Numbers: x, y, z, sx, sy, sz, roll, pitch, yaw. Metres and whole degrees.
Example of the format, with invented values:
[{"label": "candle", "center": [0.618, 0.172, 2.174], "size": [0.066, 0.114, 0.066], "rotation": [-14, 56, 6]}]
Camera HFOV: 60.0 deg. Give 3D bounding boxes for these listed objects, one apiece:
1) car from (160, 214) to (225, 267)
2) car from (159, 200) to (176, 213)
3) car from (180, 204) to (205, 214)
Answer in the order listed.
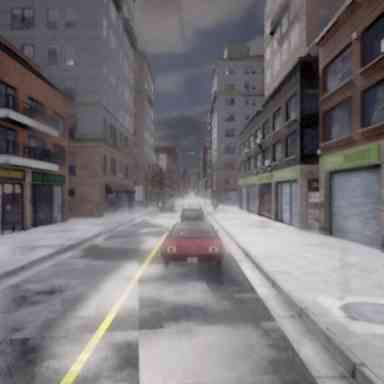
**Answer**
[{"label": "car", "center": [0.040, 1.692, 11.790], "size": [1.895, 1.301, 4.718], "rotation": [0, 0, 1]}, {"label": "car", "center": [-3.026, 1.814, 42.183], "size": [1.837, 1.490, 4.892], "rotation": [0, -1, 1]}, {"label": "car", "center": [0.055, 1.697, 27.387], "size": [2.128, 1.511, 4.902], "rotation": [0, 0, 0]}]
